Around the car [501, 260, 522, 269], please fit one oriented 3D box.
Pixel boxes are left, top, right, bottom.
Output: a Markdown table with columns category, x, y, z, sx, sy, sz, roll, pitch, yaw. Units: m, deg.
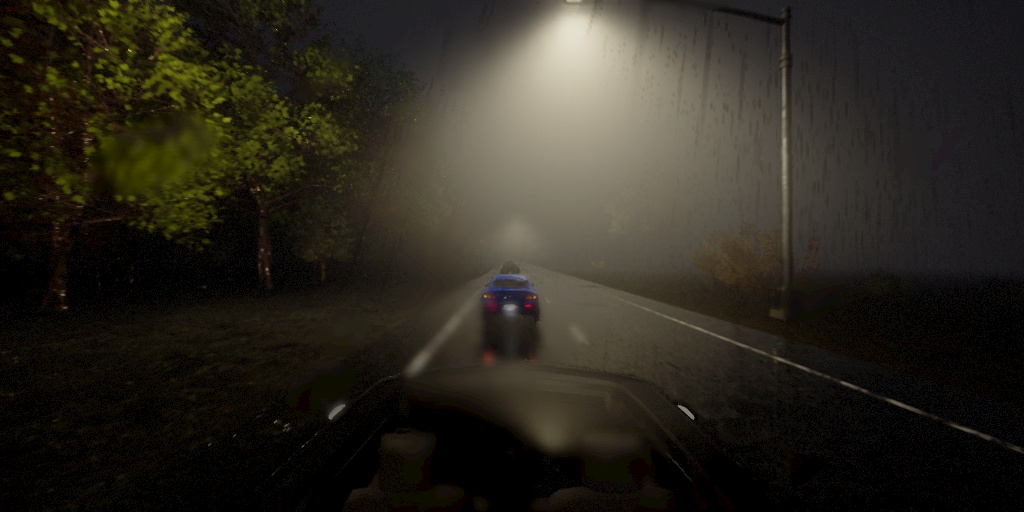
| category | x | y | z | sx | sy | sz | roll | pitch | yaw |
| --- | --- | --- | --- | --- | --- | --- | --- | --- | --- |
| car | -0.136 | 1.434 | 36.184 | 1.882 | 1.535 | 5.008 | 0 | -1 | 0 |

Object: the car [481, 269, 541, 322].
| category | x | y | z | sx | sy | sz | roll | pitch | yaw |
| --- | --- | --- | --- | --- | --- | --- | --- | --- | --- |
| car | -0.036 | 1.339 | 12.484 | 1.812 | 1.442 | 4.674 | 0 | 0 | 0 |
